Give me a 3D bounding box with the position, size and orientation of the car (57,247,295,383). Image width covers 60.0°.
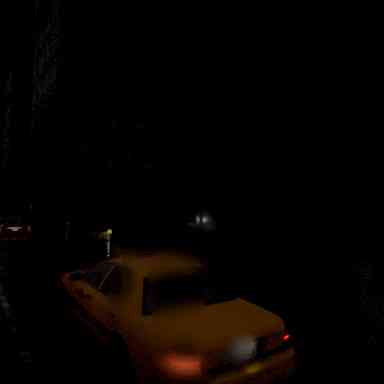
[{"bbox_3d":[-0.876,1.683,5.553,1.801,1.575,5.366,2,-3,-34],"label":"car"}]

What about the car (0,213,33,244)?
[{"bbox_3d":[-10.439,2.073,19.169,1.967,1.590,4.097,2,-3,-34],"label":"car"}]
